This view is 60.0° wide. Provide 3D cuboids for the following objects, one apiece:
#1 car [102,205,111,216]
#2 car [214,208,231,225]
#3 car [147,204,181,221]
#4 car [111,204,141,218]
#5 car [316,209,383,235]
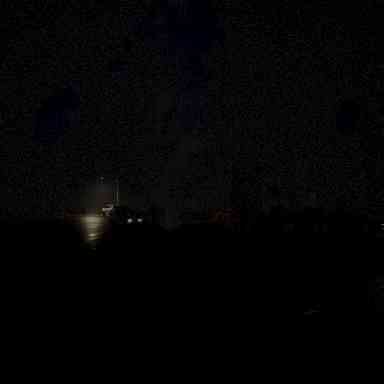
[{"bbox_3d":[-15.004,3.443,62.631,2.150,2.045,5.566,1,-3,-36],"label":"car"},{"bbox_3d":[4.067,2.272,30.764,1.882,1.535,5.008,1,-3,-35],"label":"car"},{"bbox_3d":[-3.576,2.503,41.506,2.150,2.045,5.566,1,-3,-35],"label":"car"},{"bbox_3d":[-9.783,2.904,50.305,2.150,2.045,5.566,1,-3,-35],"label":"car"},{"bbox_3d":[10.462,1.890,21.520,1.837,1.490,4.892,1,-3,-33],"label":"car"}]
